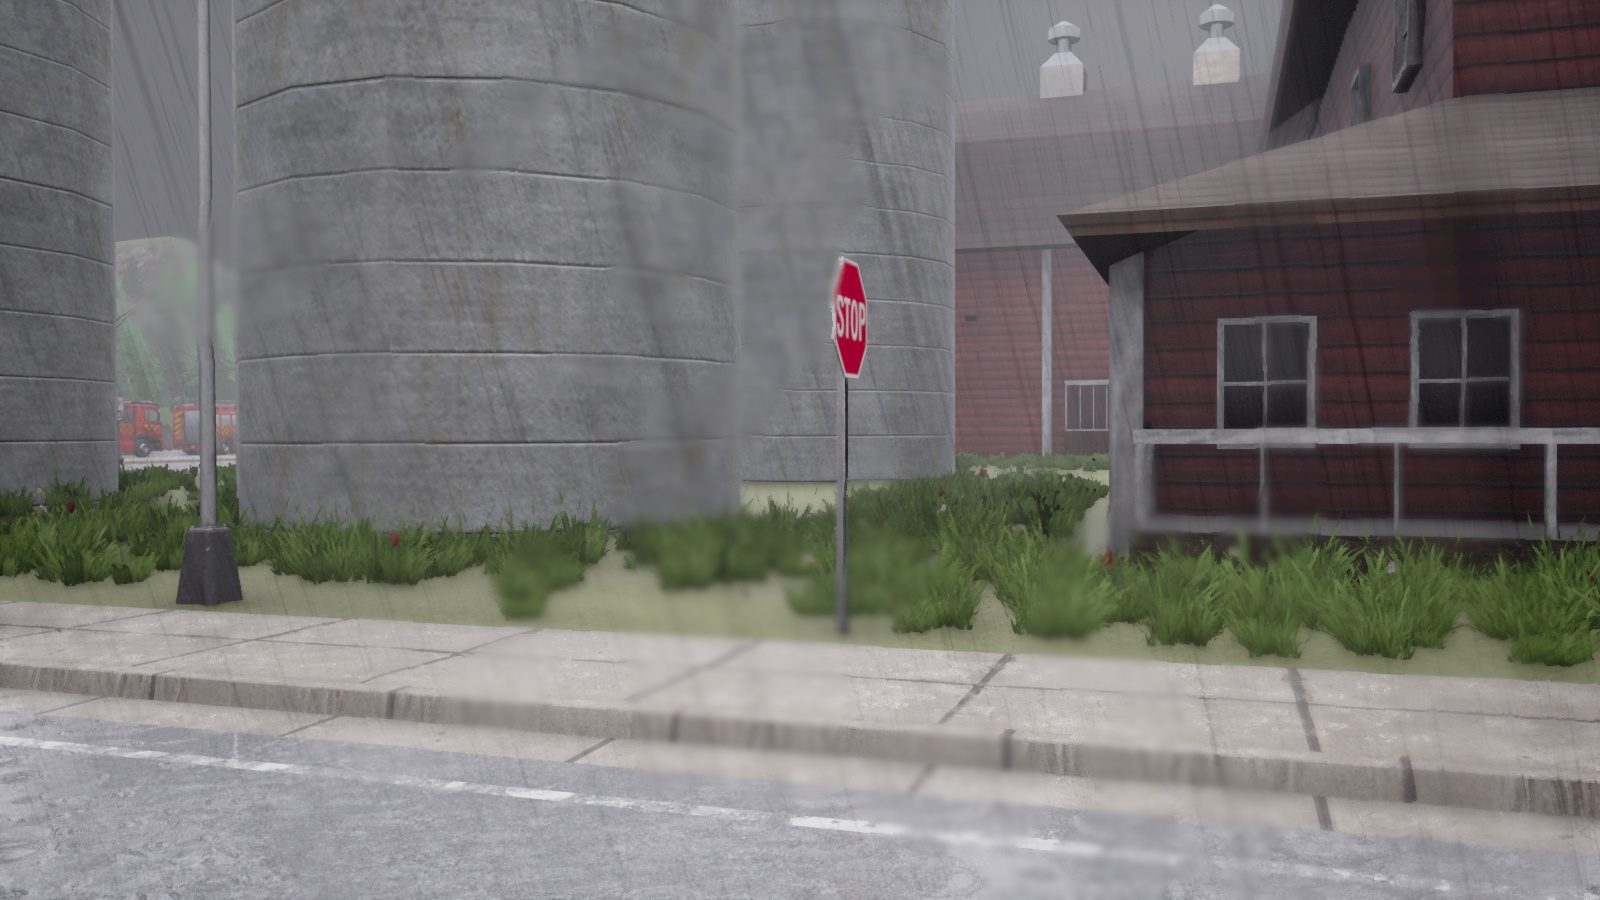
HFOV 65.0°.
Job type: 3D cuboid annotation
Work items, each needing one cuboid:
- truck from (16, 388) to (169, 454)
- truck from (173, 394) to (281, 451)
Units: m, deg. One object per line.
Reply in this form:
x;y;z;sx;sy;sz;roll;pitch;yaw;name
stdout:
-43.146;-1.733;76.966;2.891;3.827;8.468;1;1;18;truck
-40.253;-1.908;88.614;2.891;3.827;8.468;0;1;7;truck
